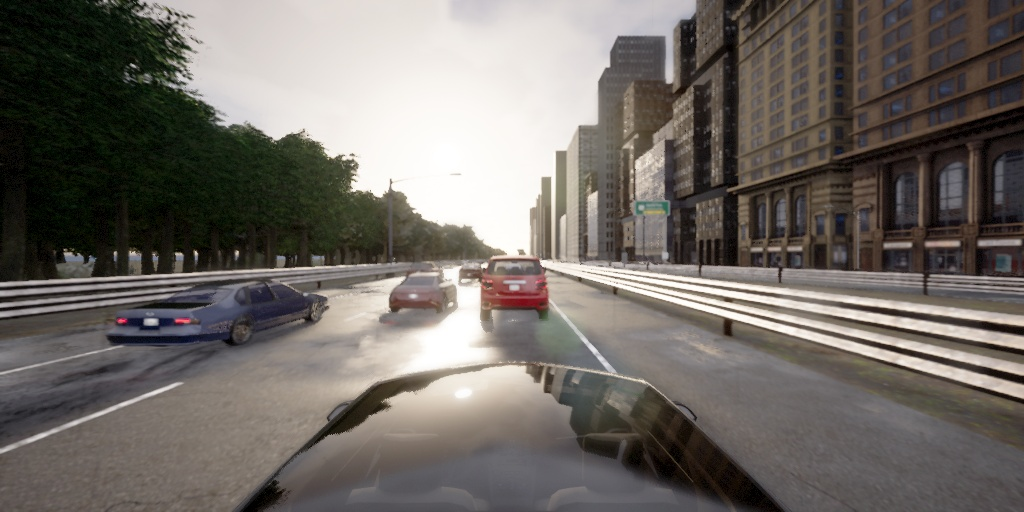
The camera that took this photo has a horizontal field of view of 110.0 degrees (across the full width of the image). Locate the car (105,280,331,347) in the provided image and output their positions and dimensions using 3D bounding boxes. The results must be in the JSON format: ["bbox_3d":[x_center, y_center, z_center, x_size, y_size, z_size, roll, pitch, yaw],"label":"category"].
[{"bbox_3d":[-6.932,1.328,9.409,2.033,1.411,5.357,0,0,0],"label":"car"}]

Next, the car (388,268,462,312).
[{"bbox_3d":[-3.410,1.366,14.425,1.994,1.385,4.181,0,0,0],"label":"car"}]

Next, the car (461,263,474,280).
[{"bbox_3d":[-3.402,1.355,30.757,1.882,1.535,5.008,0,0,0],"label":"car"}]

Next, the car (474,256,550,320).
[{"bbox_3d":[0.088,1.016,12.972,2.150,2.045,5.566,0,0,0],"label":"car"}]

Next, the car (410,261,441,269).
[{"bbox_3d":[-6.908,1.221,28.931,2.097,1.767,4.553,0,0,0],"label":"car"}]
